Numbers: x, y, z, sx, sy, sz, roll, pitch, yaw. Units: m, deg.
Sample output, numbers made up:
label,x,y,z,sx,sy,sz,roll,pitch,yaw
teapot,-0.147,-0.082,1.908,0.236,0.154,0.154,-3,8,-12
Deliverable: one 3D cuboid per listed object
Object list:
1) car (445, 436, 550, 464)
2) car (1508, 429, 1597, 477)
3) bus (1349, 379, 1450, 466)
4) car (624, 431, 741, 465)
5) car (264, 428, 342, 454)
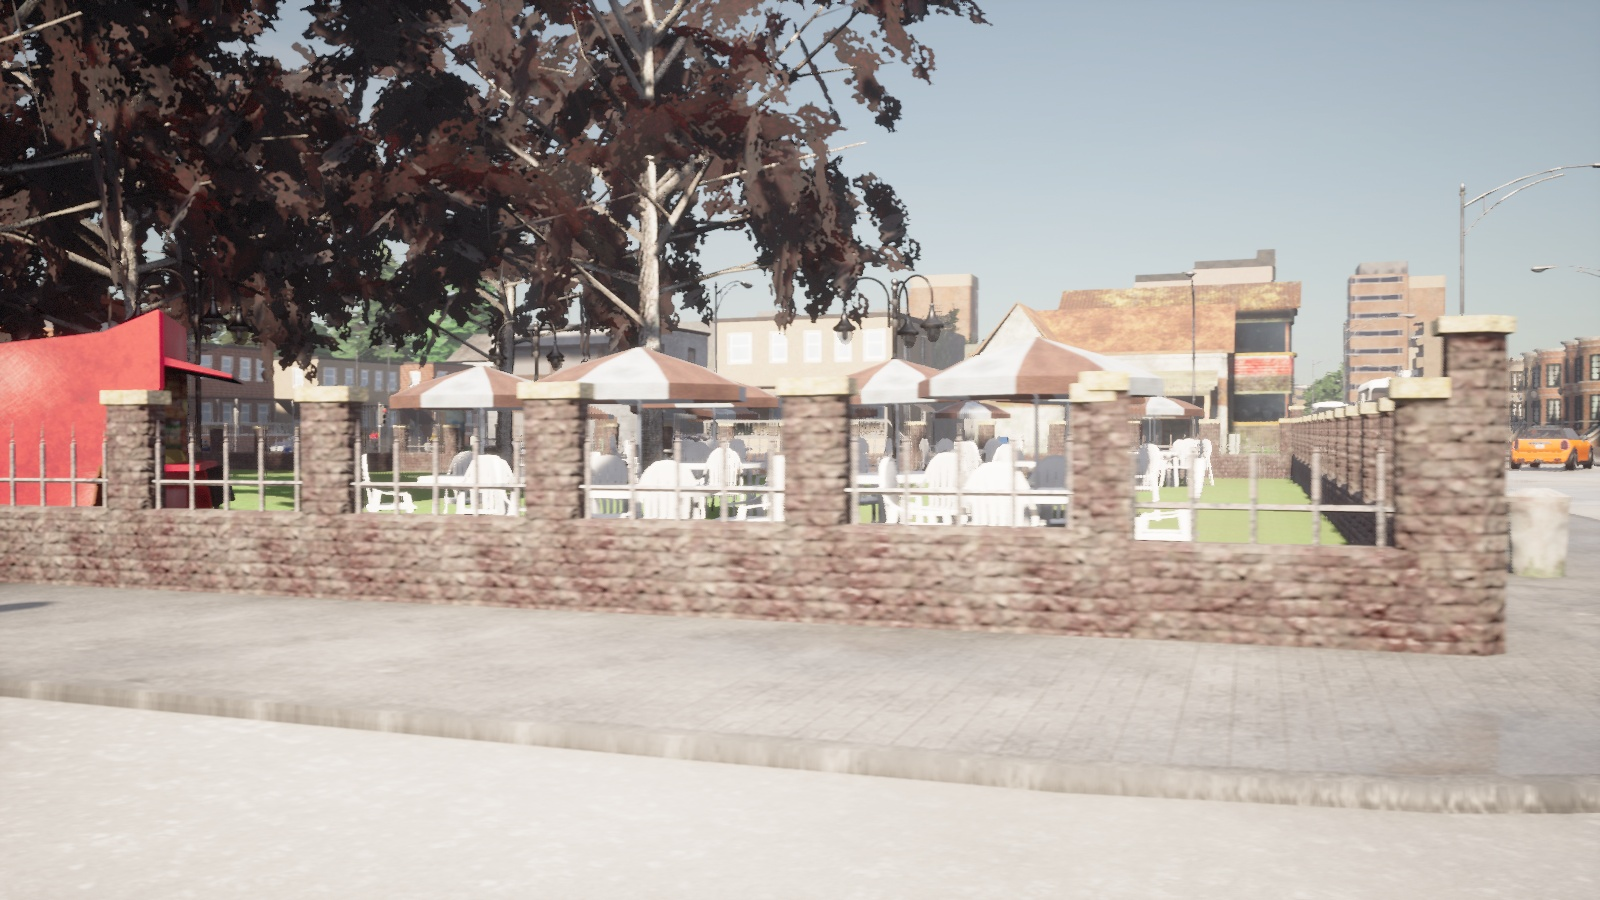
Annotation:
label,x,y,z,sx,sy,sz,roll,pitch,yaw
car,-14.790,-0.037,61.391,4.718,1.301,1.895,1,1,20
car,28.819,0.073,48.044,2.097,1.767,4.553,1,1,42
bus,31.990,-1.439,67.486,3.944,4.253,10.273,1,1,20
car,-5.422,-0.098,58.010,4.902,1.511,2.128,1,1,20
car,-32.492,-0.580,82.289,2.033,1.649,4.856,1,1,20
